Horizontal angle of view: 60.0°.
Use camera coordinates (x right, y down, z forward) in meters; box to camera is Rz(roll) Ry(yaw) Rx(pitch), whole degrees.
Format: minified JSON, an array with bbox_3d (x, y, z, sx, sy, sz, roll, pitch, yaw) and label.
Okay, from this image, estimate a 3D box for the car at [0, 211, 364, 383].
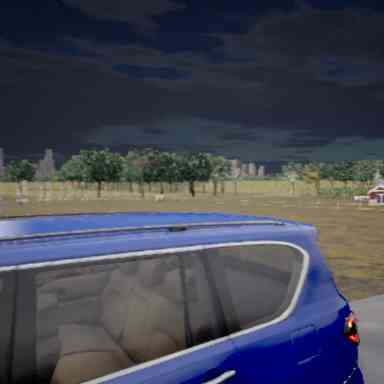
[{"bbox_3d":[-1.301,1.201,2.041,5.566,2.045,2.150,0,0,-32],"label":"car"}]
